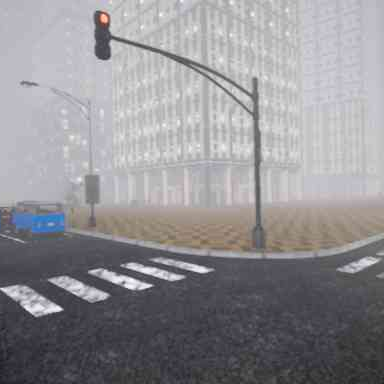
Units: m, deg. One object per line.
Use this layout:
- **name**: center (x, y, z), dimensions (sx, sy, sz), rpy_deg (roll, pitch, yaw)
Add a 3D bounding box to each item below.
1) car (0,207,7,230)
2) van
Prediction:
- **car**: center (-11.940, 1.608, 21.561), dimensions (1.887, 1.381, 4.507), rpy_deg (-1, 1, -43)
- **van**: center (-8.125, 1.355, 17.549), dimensions (1.690, 1.788, 3.998), rpy_deg (-1, 1, -43)
